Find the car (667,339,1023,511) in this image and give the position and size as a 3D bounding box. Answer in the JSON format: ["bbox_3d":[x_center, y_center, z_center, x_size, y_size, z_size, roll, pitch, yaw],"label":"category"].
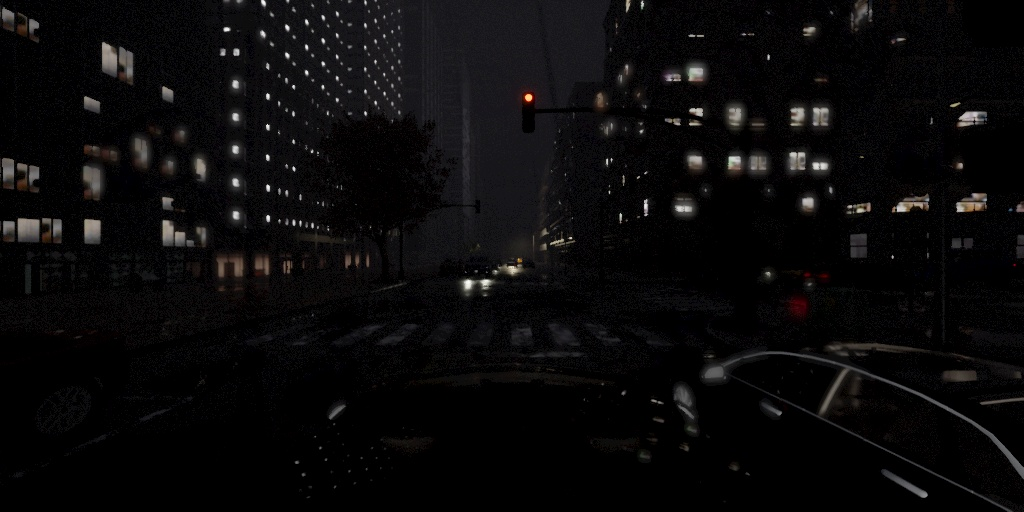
[{"bbox_3d":[2.689,1.300,2.598,2.007,1.370,4.403,0,0,0],"label":"car"}]

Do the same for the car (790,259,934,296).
[{"bbox_3d":[15.885,1.017,16.259,4.892,1.490,1.837,-1,0,-1],"label":"car"}]

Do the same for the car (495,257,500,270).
[{"bbox_3d":[-3.066,1.254,51.715,1.882,1.535,5.008,0,0,0],"label":"car"}]

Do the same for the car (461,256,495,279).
[{"bbox_3d":[-3.082,0.983,33.766,2.150,2.045,5.566,0,0,1],"label":"car"}]

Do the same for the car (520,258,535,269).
[{"bbox_3d":[2.716,1.347,57.077,1.948,1.339,4.313,0,0,0],"label":"car"}]

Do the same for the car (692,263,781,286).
[{"bbox_3d":[13.444,1.094,22.009,4.403,1.370,2.007,0,0,-1],"label":"car"}]

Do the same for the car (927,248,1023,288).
[{"bbox_3d":[23.672,0.624,19.518,5.566,2.045,2.150,-1,0,-1],"label":"car"}]

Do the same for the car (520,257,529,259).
[{"bbox_3d":[2.718,1.313,62.769,1.751,1.417,4.829,0,0,0],"label":"car"}]

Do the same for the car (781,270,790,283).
[{"bbox_3d":[18.841,0.992,22.061,4.829,1.417,1.751,0,0,-1],"label":"car"}]

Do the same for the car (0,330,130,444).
[{"bbox_3d":[-5.692,1.295,2.602,1.888,1.381,4.507,0,0,0],"label":"car"}]

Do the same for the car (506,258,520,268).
[{"bbox_3d":[0.028,1.282,64.309,2.128,1.511,4.902,0,0,0],"label":"car"}]

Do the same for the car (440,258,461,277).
[{"bbox_3d":[-5.676,1.078,34.990,2.192,1.841,5.009,0,0,0],"label":"car"}]
